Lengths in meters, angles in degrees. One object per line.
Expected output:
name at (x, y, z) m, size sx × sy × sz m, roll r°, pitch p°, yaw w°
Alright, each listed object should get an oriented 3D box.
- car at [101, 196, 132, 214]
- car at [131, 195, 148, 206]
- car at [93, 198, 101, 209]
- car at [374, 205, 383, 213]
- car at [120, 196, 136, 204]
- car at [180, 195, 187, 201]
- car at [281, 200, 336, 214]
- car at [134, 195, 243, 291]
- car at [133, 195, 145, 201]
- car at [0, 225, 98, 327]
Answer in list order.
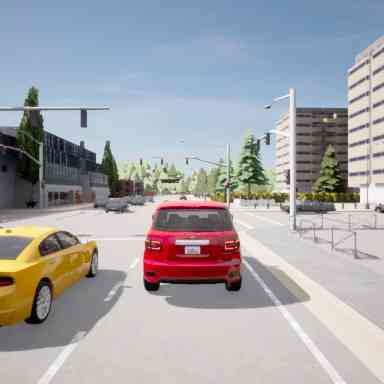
car at (-7.938, 1.507, 35.425) m, size 1.837 × 1.490 × 4.892 m, roll 0°, pitch -1°, yaw -2°
car at (-8.459, 1.504, 51.795) m, size 1.837 × 1.490 × 4.892 m, roll 0°, pitch 0°, yaw -1°
car at (-11.745, 1.505, 44.352) m, size 1.837 × 1.490 × 4.892 m, roll 0°, pitch 0°, yaw -2°
car at (22.166, 1.547, 34.908) m, size 5.357 × 1.411 × 2.033 m, roll 0°, pitch 0°, yaw -2°
car at (-12.236, 1.492, 63.632) m, size 2.128 × 1.511 × 4.902 m, roll 0°, pitch 0°, yaw -1°
car at (-2.338, 1.524, 87.216) m, size 1.812 × 1.442 × 4.674 m, roll 0°, pitch 0°, yaw -2°
car at (12.083, 1.547, 34.603) m, size 5.357 × 1.411 × 2.033 m, roll 0°, pitch 0°, yaw -2°
car at (0.016, 1.221, 9.135) m, size 2.150 × 2.045 × 5.566 m, roll 0°, pitch 0°, yaw 0°
car at (-12.627, 1.424, 79.402) m, size 2.033 × 1.411 × 5.357 m, roll 0°, pitch 0°, yaw -2°
car at (-3.478, 1.478, 7.147) m, size 1.882 × 1.535 × 5.008 m, roll 0°, pitch 0°, yaw 0°
